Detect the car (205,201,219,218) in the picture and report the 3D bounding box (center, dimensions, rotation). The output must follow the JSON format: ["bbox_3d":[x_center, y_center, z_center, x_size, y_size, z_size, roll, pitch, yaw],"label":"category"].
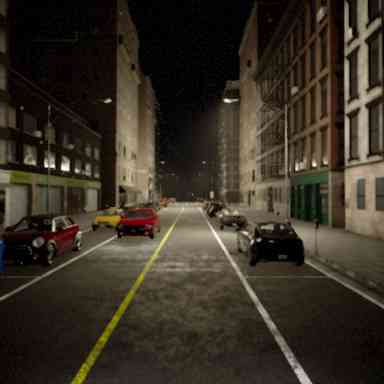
[{"bbox_3d":[2.595,1.895,33.462,1.947,1.339,4.313,0,-1,0],"label":"car"}]

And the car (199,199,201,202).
[{"bbox_3d":[2.568,2.114,55.113,1.802,1.307,4.206,0,-1,0],"label":"car"}]

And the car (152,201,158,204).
[{"bbox_3d":[-5.437,1.964,38.874,1.802,1.307,4.206,0,-1,0],"label":"car"}]

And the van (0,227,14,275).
[{"bbox_3d":[-5.396,1.406,6.402,1.690,1.788,3.998,0,-1,0],"label":"van"}]

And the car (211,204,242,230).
[{"bbox_3d":[2.608,1.774,22.638,2.008,1.369,4.403,0,-1,0],"label":"car"}]

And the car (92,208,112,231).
[{"bbox_3d":[-5.416,1.747,22.467,1.752,1.417,4.829,0,-1,0],"label":"car"}]

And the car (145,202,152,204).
[{"bbox_3d":[-5.430,1.853,33.292,1.752,1.417,4.829,0,-1,0],"label":"car"}]

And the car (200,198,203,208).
[{"bbox_3d":[2.574,2.010,49.871,1.752,1.417,4.829,0,-1,0],"label":"car"}]

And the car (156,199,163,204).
[{"bbox_3d":[-5.444,1.984,44.287,2.008,1.369,4.403,0,-1,0],"label":"car"}]

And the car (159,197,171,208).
[{"bbox_3d":[-5.464,1.897,60.526,2.192,1.841,5.009,0,-1,0],"label":"car"}]

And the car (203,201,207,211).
[{"bbox_3d":[2.588,1.948,38.875,1.947,1.339,4.313,0,-1,0],"label":"car"}]

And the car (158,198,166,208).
[{"bbox_3d":[-5.451,2.034,49.699,2.008,1.369,4.403,0,-1,0],"label":"car"}]

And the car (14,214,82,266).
[{"bbox_3d":[-5.403,1.558,11.813,1.967,1.590,4.097,0,-1,0],"label":"car"}]

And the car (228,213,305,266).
[{"bbox_3d":[2.622,1.668,11.813,2.008,1.369,4.403,0,-1,0],"label":"car"}]

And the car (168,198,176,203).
[{"bbox_3d":[-5.505,2.418,92.441,1.887,1.381,4.507,0,-1,0],"label":"car"}]

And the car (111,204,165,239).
[{"bbox_3d":[-2.843,1.662,18.670,1.882,1.535,5.008,0,-1,0],"label":"car"}]

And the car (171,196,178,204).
[{"bbox_3d":[-5.498,2.375,86.986,2.008,1.369,4.403,0,-1,0],"label":"car"}]
